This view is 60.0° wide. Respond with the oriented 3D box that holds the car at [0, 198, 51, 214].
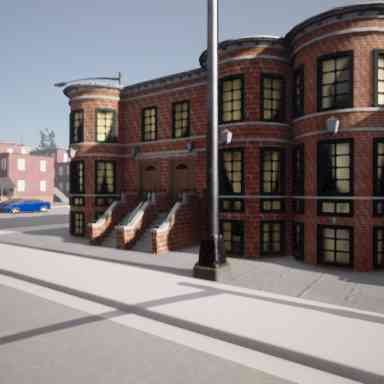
[{"bbox_3d":[-17.595,1.456,35.303,1.882,1.535,5.008,0,0,36],"label":"car"}]
